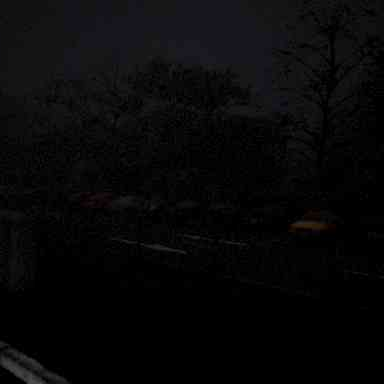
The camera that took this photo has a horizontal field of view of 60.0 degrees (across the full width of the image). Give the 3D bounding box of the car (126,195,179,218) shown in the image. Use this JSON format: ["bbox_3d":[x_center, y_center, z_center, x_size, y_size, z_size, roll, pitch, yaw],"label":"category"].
[{"bbox_3d":[-2.167,0.993,24.308,2.185,1.767,4.553,4,2,35],"label":"car"}]

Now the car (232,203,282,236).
[{"bbox_3d":[4.602,1.573,19.492,2.163,1.488,4.792,4,2,35],"label":"car"}]

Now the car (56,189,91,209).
[{"bbox_3d":[-8.973,0.736,29.104,2.002,1.452,4.674,4,2,35],"label":"car"}]

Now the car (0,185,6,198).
[{"bbox_3d":[-20.372,-0.007,36.985,1.946,1.575,5.366,4,2,35],"label":"car"}]

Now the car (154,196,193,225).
[{"bbox_3d":[0.072,1.260,22.684,2.097,1.535,5.008,4,2,35],"label":"car"}]

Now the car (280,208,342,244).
[{"bbox_3d":[6.737,1.682,17.710,1.946,1.575,5.366,4,2,35],"label":"car"}]

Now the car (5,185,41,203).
[{"bbox_3d":[-15.763,0.305,33.901,2.163,1.488,4.792,4,2,35],"label":"car"}]

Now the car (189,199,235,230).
[{"bbox_3d":[2.324,1.403,21.069,2.231,1.521,4.892,4,2,35],"label":"car"}]

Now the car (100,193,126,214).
[{"bbox_3d":[-4.452,1.018,25.891,2.002,1.452,4.674,4,2,35],"label":"car"}]

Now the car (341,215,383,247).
[{"bbox_3d":[9.121,1.857,16.280,2.163,1.488,4.792,4,2,35],"label":"car"}]

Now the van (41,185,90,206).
[{"bbox_3d":[-11.151,0.331,30.800,1.878,1.987,4.442,4,2,35],"label":"van"}]

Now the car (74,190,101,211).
[{"bbox_3d":[-6.711,0.837,27.494,2.097,1.535,5.008,4,2,35],"label":"car"}]
